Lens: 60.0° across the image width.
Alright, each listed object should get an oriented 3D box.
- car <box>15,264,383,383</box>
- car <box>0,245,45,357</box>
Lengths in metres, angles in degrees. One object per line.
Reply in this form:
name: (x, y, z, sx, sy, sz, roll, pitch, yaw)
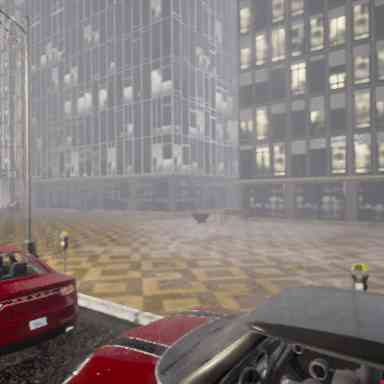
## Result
car: (0.841, 1.439, 2.284, 4.097, 1.590, 1.967, 0, -1, 35)
car: (-3.798, 1.562, 5.577, 4.507, 1.381, 1.887, 0, -1, 35)
